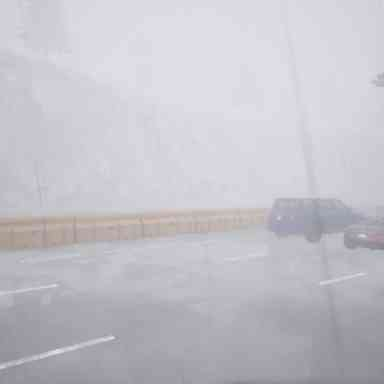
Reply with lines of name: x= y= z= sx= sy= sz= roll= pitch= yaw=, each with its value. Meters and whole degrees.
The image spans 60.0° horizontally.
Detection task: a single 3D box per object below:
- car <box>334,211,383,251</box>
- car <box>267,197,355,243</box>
car: x=7.939 y=1.569 z=13.150 sx=4.181 sy=1.385 sz=1.994 roll=0 pitch=0 yaw=-30
car: x=6.196 y=1.255 z=16.185 sx=5.566 sy=2.045 sz=2.150 roll=0 pitch=0 yaw=-30
